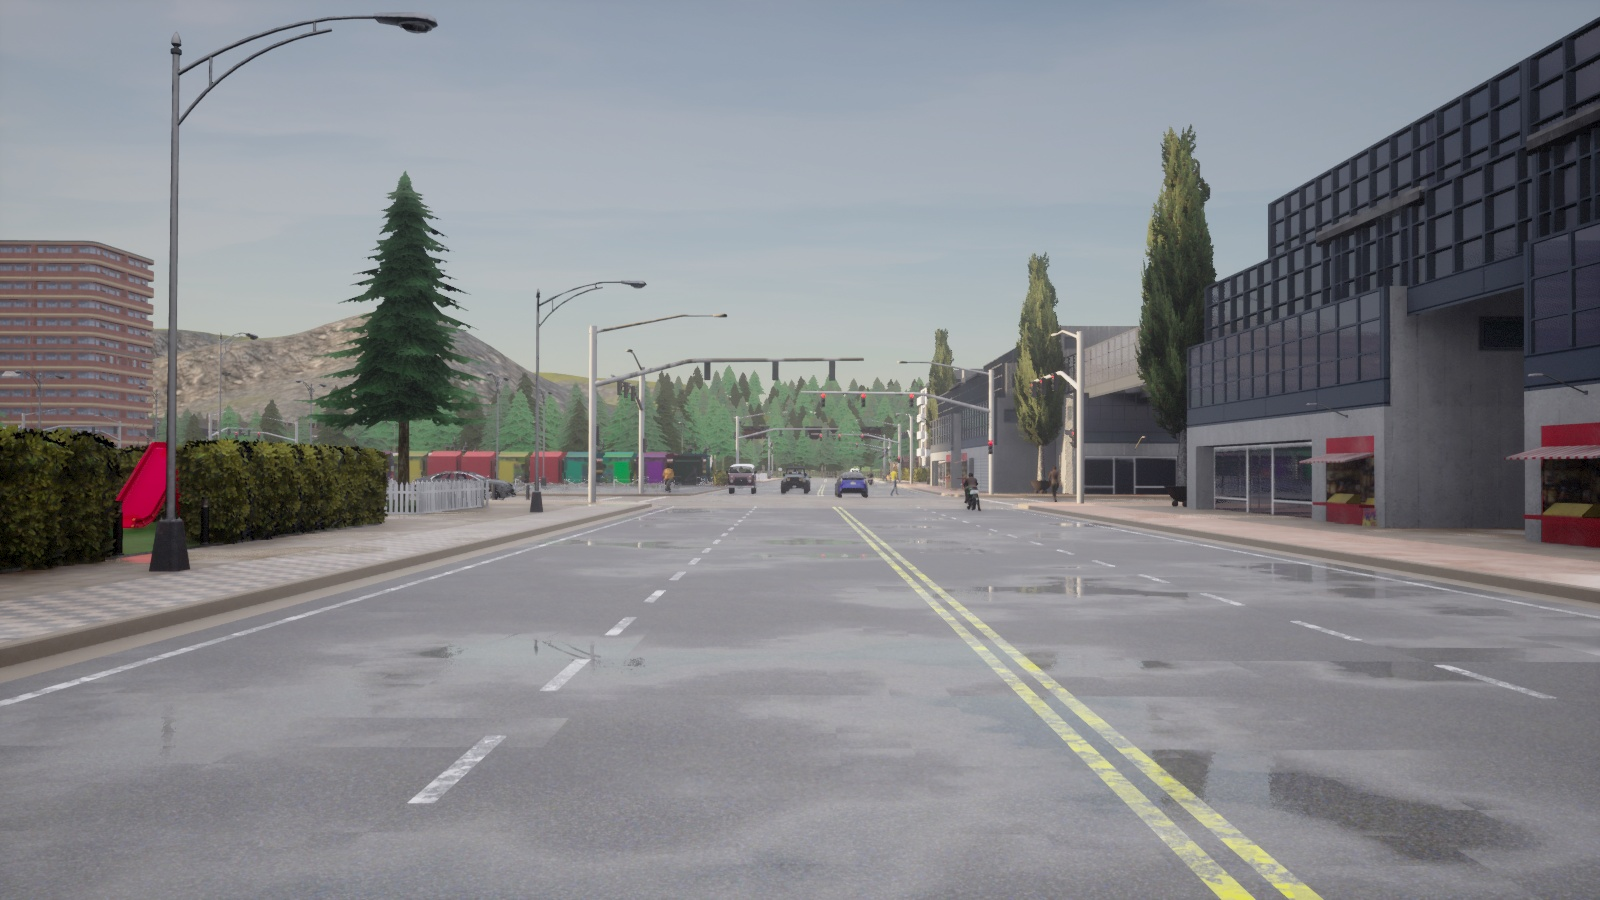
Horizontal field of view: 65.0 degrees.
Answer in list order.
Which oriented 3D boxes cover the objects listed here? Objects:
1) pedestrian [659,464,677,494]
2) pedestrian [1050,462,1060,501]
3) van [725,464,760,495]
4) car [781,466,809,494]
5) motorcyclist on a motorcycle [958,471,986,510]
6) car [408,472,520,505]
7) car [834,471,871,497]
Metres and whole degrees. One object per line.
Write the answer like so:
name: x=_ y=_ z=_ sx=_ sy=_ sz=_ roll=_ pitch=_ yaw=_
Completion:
pedestrian: x=-8.236 y=1.822 z=78.533 sx=0.874 sy=1.855 sz=0.900 roll=0 pitch=-1 yaw=15
pedestrian: x=11.937 y=1.454 z=58.776 sx=0.328 sy=1.805 sz=0.869 roll=0 pitch=-1 yaw=3
van: x=-3.870 y=1.979 z=85.083 sx=2.069 sy=2.038 sz=4.480 roll=0 pitch=-1 yaw=1
car: x=-0.334 y=2.079 z=87.593 sx=1.905 sy=1.878 sz=3.866 roll=0 pitch=-1 yaw=1
motorcyclist on a motorcycle: x=6.870 y=1.612 z=50.285 sx=0.797 sy=1.523 sz=2.044 roll=0 pitch=-1 yaw=0
car: x=-16.275 y=1.858 z=61.007 sx=4.902 sy=1.511 sz=2.128 roll=0 pitch=-1 yaw=0
car: x=3.107 y=2.017 z=75.713 sx=2.007 sy=1.525 sz=4.514 roll=0 pitch=-1 yaw=0
